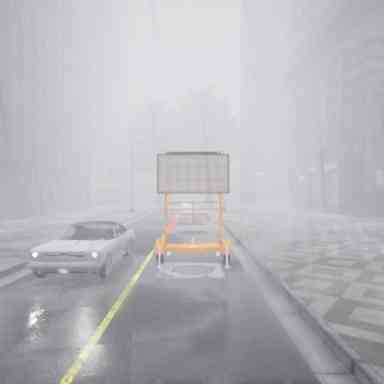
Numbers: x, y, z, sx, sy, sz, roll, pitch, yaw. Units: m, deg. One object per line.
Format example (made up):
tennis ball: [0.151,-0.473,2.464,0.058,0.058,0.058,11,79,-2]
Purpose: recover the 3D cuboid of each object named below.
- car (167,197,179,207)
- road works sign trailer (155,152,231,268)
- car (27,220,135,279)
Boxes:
car: [-2.912,1.550,51.354,2.033,1.411,5.357,0,0,0]
road works sign trailer: [0.041,0.457,11.181,2.380,3.560,2.880,0,0,0]
car: [-3.066,1.594,10.172,1.895,1.301,4.718,0,0,0]
